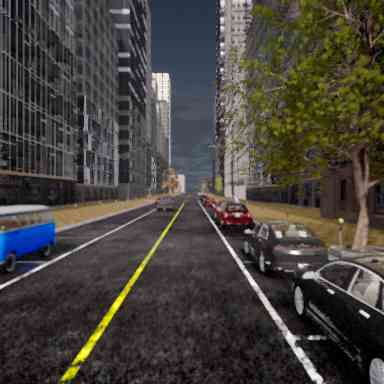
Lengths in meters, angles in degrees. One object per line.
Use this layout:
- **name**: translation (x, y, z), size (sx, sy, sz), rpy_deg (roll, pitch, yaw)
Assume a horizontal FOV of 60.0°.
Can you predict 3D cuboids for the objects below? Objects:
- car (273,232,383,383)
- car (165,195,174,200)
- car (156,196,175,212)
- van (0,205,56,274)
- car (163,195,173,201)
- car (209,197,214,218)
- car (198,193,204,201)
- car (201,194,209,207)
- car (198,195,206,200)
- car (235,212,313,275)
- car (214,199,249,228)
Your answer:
- **car**: translation (2.693, 1.548, 4.548), size (2.008, 1.369, 4.403), rpy_deg (0, 0, 0)
- **car**: translation (-5.672, 1.397, 84.251), size (1.947, 1.339, 4.313), rpy_deg (0, 0, 0)
- **car**: translation (-2.993, 1.494, 38.772), size (2.033, 1.411, 5.357), rpy_deg (0, 0, 0)
- **van**: translation (-5.687, 1.333, 10.246), size (1.690, 1.788, 3.998), rpy_deg (0, 0, 0)
- **car**: translation (-5.672, 1.393, 78.559), size (1.887, 1.381, 4.507), rpy_deg (0, 0, 0)
- **car**: translation (2.697, 1.406, 27.317), size (1.967, 1.590, 4.097), rpy_deg (0, 0, 0)
- **car**: translation (2.706, 1.446, 67.164), size (1.947, 1.339, 4.313), rpy_deg (0, 0, 0)
- **car**: translation (2.702, 1.468, 50.088), size (1.887, 1.381, 4.507), rpy_deg (0, 0, 0)
- **car**: translation (2.711, 1.379, 89.933), size (1.947, 1.339, 4.313), rpy_deg (0, 0, 0)
- **car**: translation (2.694, 1.542, 10.240), size (2.008, 1.369, 4.403), rpy_deg (0, 0, 0)
- **car**: translation (2.696, 1.414, 21.625), size (1.967, 1.590, 4.097), rpy_deg (0, 0, 0)
